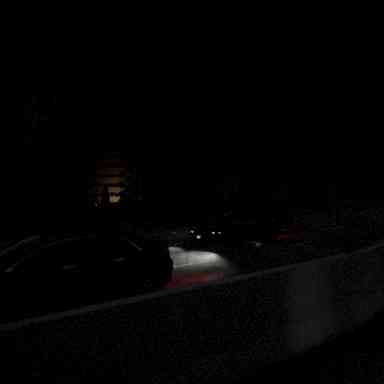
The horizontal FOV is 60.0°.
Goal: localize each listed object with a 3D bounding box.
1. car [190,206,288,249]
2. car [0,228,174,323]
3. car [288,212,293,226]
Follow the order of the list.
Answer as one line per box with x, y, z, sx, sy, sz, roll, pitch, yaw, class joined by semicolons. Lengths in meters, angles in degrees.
2.061;1.577;15.022;4.892;1.490;1.837;0;0;-42;car
-2.652;1.532;6.582;4.892;1.490;1.837;0;0;-37;car
5.124;1.674;22.679;4.181;1.385;1.994;0;0;-44;car
